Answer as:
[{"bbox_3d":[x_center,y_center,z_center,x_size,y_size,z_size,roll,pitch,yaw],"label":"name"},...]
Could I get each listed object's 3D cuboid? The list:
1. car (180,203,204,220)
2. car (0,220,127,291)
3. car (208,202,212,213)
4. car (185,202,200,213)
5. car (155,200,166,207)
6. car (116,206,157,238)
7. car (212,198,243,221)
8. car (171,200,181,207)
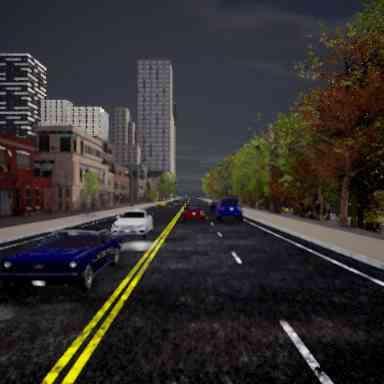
[{"bbox_3d":[0.124,1.951,32.099,1.994,1.385,4.181,0,-1,-2],"label":"car"},{"bbox_3d":[-3.348,1.716,9.475,1.895,1.301,4.718,0,-1,0],"label":"car"},{"bbox_3d":[3.307,2.028,45.912,1.882,1.535,5.008,0,0,1],"label":"car"},{"bbox_3d":[0.055,2.105,45.048,1.994,1.385,4.181,0,-1,1],"label":"car"},{"bbox_3d":[-6.493,2.288,68.018,1.882,1.535,5.008,0,0,0],"label":"car"},{"bbox_3d":[-3.337,1.762,19.509,1.812,1.442,4.674,0,-1,0],"label":"car"},{"bbox_3d":[3.356,1.591,30.804,2.150,2.045,5.566,0,-1,0],"label":"car"},{"bbox_3d":[-3.243,2.335,68.017,1.812,1.442,4.674,0,-1,0],"label":"car"}]
